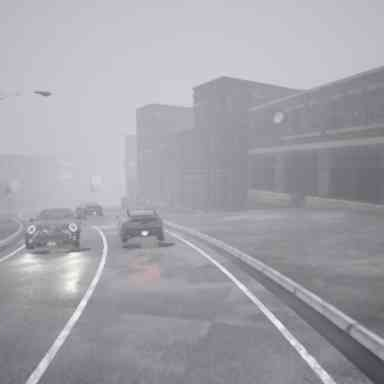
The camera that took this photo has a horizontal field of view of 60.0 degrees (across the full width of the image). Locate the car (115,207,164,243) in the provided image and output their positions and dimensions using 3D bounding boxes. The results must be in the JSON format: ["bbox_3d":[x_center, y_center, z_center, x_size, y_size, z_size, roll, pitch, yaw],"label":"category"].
[{"bbox_3d":[-2.572,1.512,16.091,1.837,1.490,4.892,-2,-1,-15],"label":"car"}]

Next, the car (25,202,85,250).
[{"bbox_3d":[-6.219,1.491,15.332,2.097,1.767,4.553,-2,0,-17],"label":"car"}]

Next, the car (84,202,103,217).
[{"bbox_3d":[-10.280,1.728,32.986,1.837,1.490,4.892,-3,0,-31],"label":"car"}]
